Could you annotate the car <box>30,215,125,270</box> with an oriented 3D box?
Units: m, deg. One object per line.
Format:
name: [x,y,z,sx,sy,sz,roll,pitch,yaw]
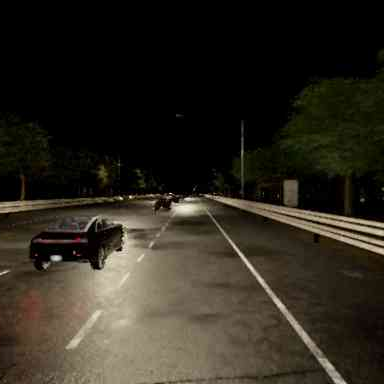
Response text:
car: [-3.499,1.495,10.996,2.128,1.511,4.902,0,0,0]

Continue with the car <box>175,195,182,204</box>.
car: [-3.458,1.572,65.856,1.812,1.442,4.674,0,0,0]

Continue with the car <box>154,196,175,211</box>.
car: [-3.490,1.522,40.714,1.837,1.490,4.892,0,0,0]
